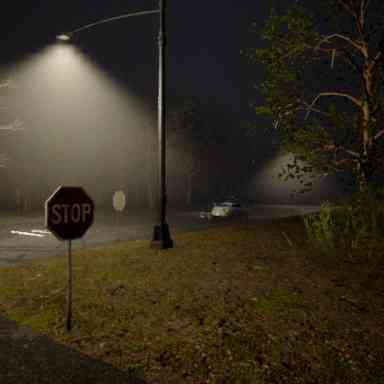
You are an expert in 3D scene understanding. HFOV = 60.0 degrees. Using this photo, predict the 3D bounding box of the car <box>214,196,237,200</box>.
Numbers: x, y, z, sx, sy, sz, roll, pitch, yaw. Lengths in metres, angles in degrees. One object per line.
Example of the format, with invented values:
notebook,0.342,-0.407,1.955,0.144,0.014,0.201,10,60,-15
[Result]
car,4.020,1.545,42.561,2.150,2.045,5.566,0,1,36

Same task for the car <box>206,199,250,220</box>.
car,3.507,1.678,29.941,1.812,1.442,4.674,0,0,36
